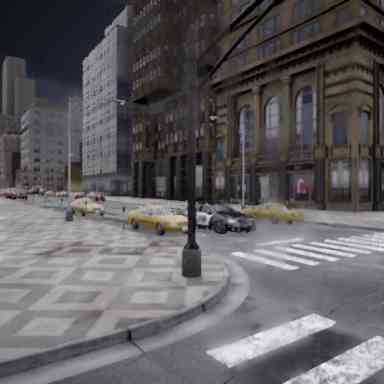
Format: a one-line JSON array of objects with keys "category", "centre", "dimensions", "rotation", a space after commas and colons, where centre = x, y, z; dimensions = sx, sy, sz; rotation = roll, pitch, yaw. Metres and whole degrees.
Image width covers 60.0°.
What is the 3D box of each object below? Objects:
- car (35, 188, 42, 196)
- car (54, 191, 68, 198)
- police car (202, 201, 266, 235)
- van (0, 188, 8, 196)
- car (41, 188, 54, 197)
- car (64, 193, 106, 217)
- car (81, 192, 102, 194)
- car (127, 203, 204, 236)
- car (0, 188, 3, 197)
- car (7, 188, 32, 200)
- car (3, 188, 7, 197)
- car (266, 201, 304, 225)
[{"category": "car", "centre": [-34.278, 0.021, 77.397], "dimensions": [2.192, 1.841, 5.009], "rotation": [1, 0, -35]}, {"category": "car", "centre": [-24.424, 0.544, 63.536], "dimensions": [1.802, 1.307, 4.206], "rotation": [1, 0, -35]}, {"category": "police car", "centre": [1.195, 1.288, 17.560], "dimensions": [2.038, 1.542, 4.974], "rotation": [0, 1, -35]}, {"category": "van", "centre": [-41.223, 0.017, 72.453], "dimensions": [1.690, 1.788, 3.998], "rotation": [1, 0, -35]}, {"category": "car", "centre": [-31.095, 0.313, 72.915], "dimensions": [1.752, 1.417, 4.829], "rotation": [1, 0, -35]}, {"category": "car", "centre": [-8.258, 1.092, 26.107], "dimensions": [1.752, 1.417, 4.829], "rotation": [1, 0, -35]}, {"category": "car", "centre": [-14.561, 0.668, 49.676], "dimensions": [1.967, 1.590, 4.097], "rotation": [1, 0, -35]}, {"category": "car", "centre": [-1.685, 1.277, 16.866], "dimensions": [1.752, 1.417, 4.829], "rotation": [1, 0, -35]}, {"category": "car", "centre": [-37.939, 0.200, 67.832], "dimensions": [1.967, 1.590, 4.097], "rotation": [1, 0, -35]}, {"category": "car", "centre": [-28.074, 0.334, 53.970], "dimensions": [2.192, 1.841, 5.009], "rotation": [1, 0, -35]}, {"category": "car", "centre": [-31.361, 0.247, 58.591], "dimensions": [2.192, 1.841, 5.009], "rotation": [1, 0, -35]}, {"category": "car", "centre": [5.059, 1.301, 22.092], "dimensions": [1.752, 1.417, 4.829], "rotation": [1, 0, -35]}]
